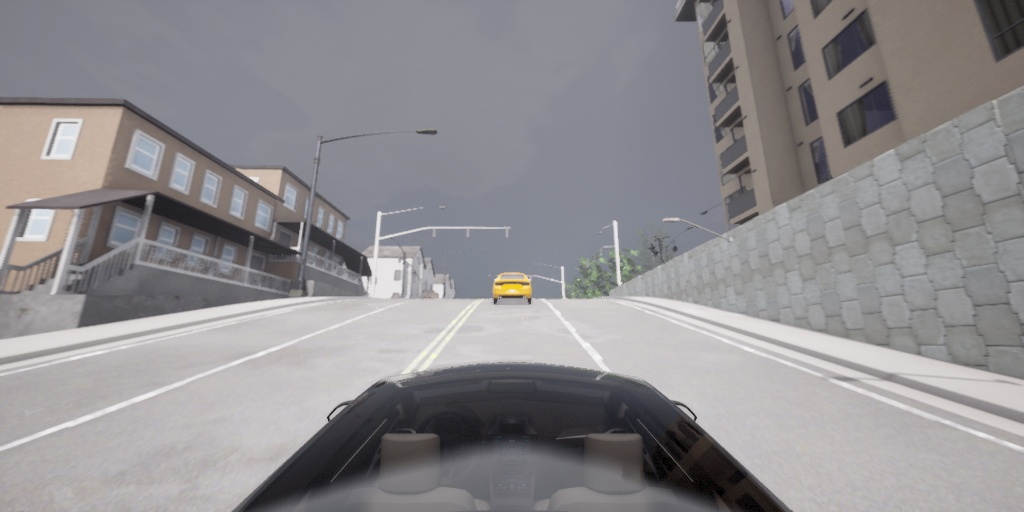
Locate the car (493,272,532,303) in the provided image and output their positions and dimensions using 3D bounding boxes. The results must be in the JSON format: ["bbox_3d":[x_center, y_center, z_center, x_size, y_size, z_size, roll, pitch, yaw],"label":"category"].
[{"bbox_3d":[0.034,1.639,19.109,1.882,1.535,5.008,0,-4,1],"label":"car"}]
